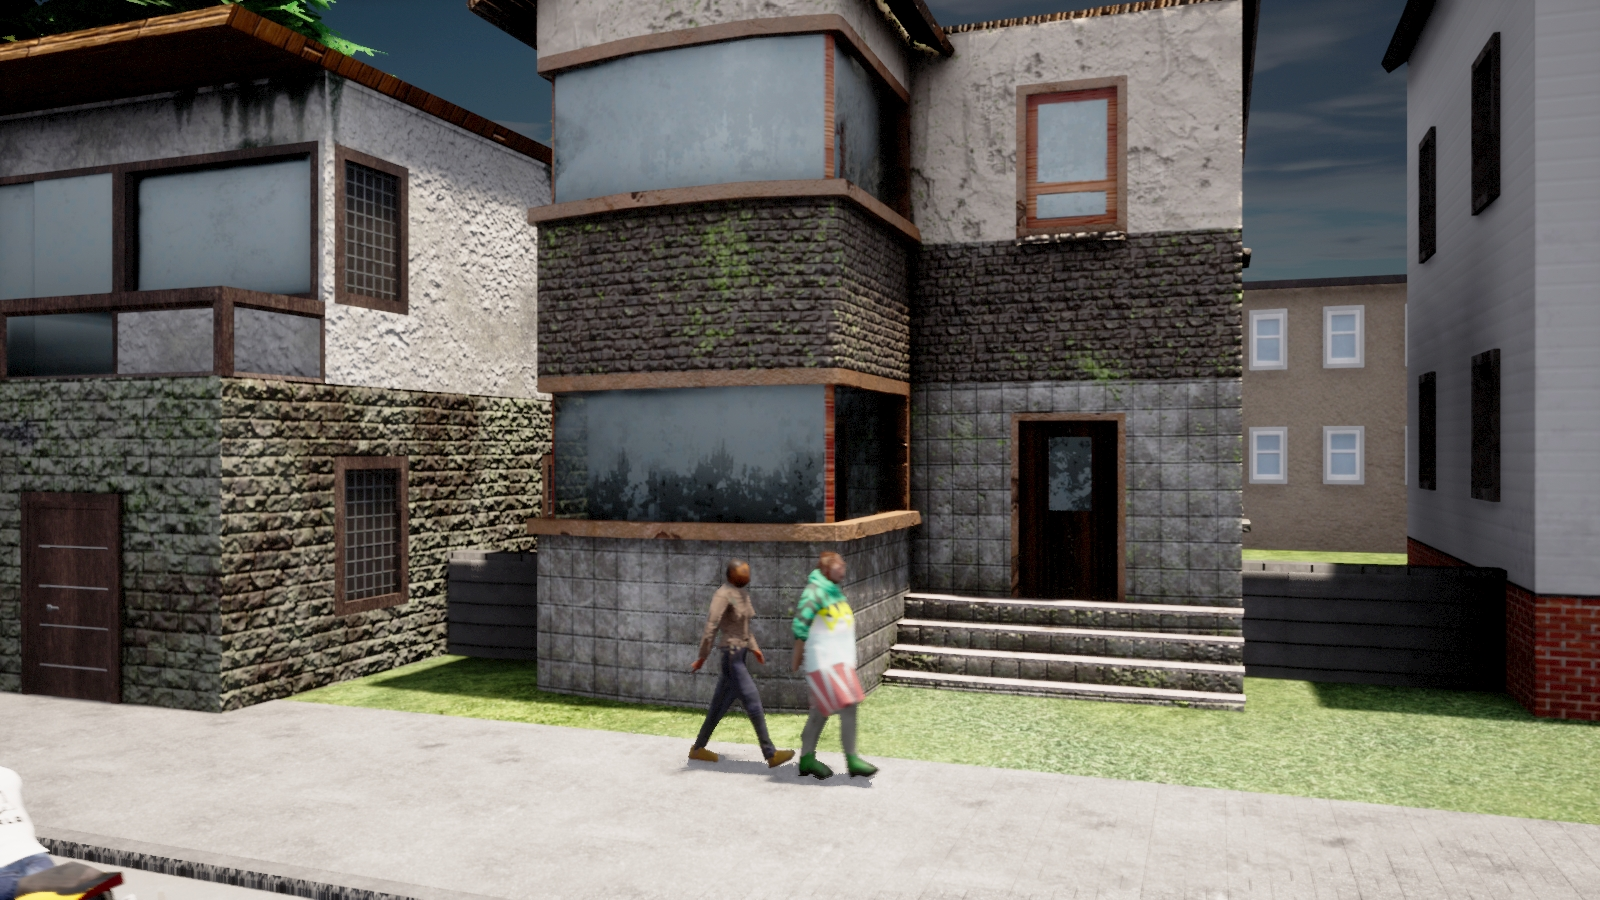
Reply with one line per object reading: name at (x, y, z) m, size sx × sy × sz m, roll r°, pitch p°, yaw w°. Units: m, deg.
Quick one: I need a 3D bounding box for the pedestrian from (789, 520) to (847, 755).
pedestrian at (0.151, 1.524, 9.441) m, size 0.375 × 1.860 × 0.375 m, roll 0°, pitch 0°, yaw 22°

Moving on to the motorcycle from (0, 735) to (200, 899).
motorcycle at (-3.849, 1.993, 5.222) m, size 2.033 × 1.145 × 0.803 m, roll 0°, pitch 0°, yaw 20°

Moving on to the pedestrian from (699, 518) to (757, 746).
pedestrian at (-0.608, 1.525, 9.723) m, size 0.375 × 1.860 × 0.375 m, roll 0°, pitch 0°, yaw 20°
